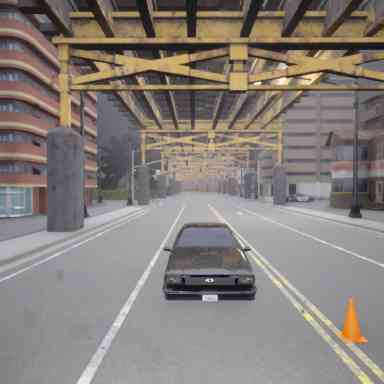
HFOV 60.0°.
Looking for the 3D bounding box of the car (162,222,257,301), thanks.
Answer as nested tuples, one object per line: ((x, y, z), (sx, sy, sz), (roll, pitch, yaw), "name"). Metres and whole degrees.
((0.362, 1.533, 8.725), (2.033, 1.411, 5.357), (0, 0, 1), "car")

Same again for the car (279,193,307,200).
((17.864, 0.801, 58.971), (4.536, 1.218, 1.853), (0, 1, 25), "car")

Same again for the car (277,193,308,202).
((17.817, 0.958, 58.994), (4.974, 1.542, 2.038), (0, 1, 25), "car")

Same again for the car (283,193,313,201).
((17.517, 0.848, 54.853), (4.536, 1.218, 1.853), (0, 1, -20), "car")

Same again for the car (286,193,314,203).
((17.469, 1.006, 54.837), (4.974, 1.542, 2.038), (0, 1, -20), "car")

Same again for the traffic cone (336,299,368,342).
((2.454, 1.949, 5.118), (0.340, 0.580, 0.340), (0, 0, 0), "traffic cone")
